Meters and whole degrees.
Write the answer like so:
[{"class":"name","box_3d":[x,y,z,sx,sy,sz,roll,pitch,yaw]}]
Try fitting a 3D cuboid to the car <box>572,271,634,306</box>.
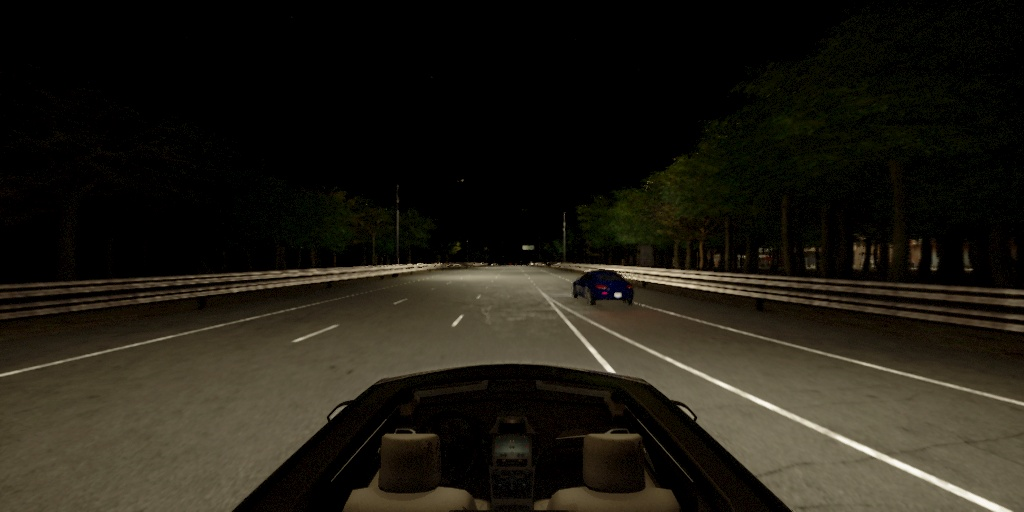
[{"class":"car","box_3d":[4.083,1.402,16.583,1.812,1.442,4.674,0,0,-4]}]
